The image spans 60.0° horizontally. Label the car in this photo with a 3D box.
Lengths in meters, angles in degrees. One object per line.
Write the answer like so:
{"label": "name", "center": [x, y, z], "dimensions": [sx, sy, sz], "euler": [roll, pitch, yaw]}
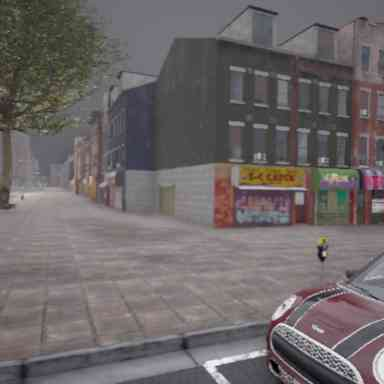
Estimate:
{"label": "car", "center": [2.927, 1.442, 4.019], "dimensions": [4.097, 1.590, 1.967], "euler": [1, 0, -23]}
